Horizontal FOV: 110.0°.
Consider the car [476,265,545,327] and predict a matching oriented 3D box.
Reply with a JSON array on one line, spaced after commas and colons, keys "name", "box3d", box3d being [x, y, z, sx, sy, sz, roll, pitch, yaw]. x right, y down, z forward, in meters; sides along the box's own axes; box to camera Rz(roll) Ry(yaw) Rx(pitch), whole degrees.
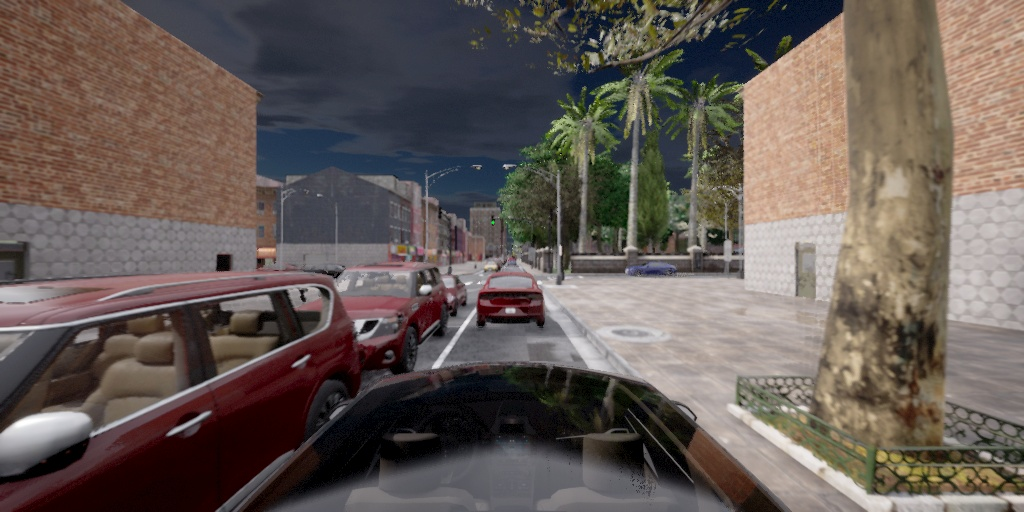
[{"name": "car", "box3d": [-0.021, 1.236, 11.581, 1.882, 1.535, 5.008, 0, 0, 0]}]

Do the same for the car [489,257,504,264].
[{"name": "car", "box3d": [-2.649, 1.116, 51.064, 2.192, 1.841, 5.009, 0, 0, 0]}]

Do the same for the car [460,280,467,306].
[{"name": "car", "box3d": [-2.636, 1.341, 13.241, 1.802, 1.307, 4.207, 0, 0, 0]}]

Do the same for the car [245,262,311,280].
[{"name": "car", "box3d": [-21.942, 1.395, 33.806, 5.008, 1.535, 1.882, 0, 0, 0]}]

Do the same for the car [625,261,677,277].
[{"name": "car", "box3d": [13.112, 1.231, 33.861, 4.674, 1.442, 1.812, 0, 0, 0]}]

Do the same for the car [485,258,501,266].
[{"name": "car", "box3d": [-2.647, 1.320, 45.626, 1.751, 1.417, 4.829, 0, 0, 0]}]

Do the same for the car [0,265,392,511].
[{"name": "car", "box3d": [-2.638, 1.065, 2.018, 2.192, 1.841, 5.009, 0, 0, 0]}]

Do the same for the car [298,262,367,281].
[{"name": "car", "box3d": [-15.354, 1.343, 30.872, 5.008, 1.535, 1.882, 0, 0, 0]}]

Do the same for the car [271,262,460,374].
[{"name": "car", "box3d": [-2.637, 1.069, 7.630, 2.192, 1.841, 5.009, 0, 0, 0]}]
